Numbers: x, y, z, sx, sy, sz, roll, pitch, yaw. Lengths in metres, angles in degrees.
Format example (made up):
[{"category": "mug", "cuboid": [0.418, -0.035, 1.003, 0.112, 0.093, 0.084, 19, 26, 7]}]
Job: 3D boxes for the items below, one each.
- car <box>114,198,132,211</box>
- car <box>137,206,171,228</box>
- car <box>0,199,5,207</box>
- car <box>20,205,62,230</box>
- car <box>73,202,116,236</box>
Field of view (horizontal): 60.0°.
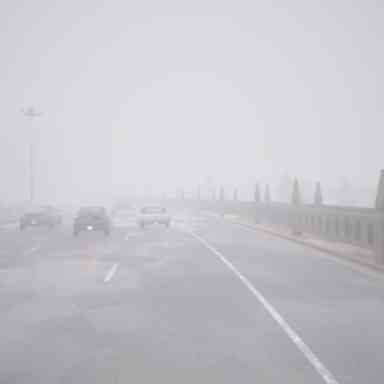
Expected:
[{"category": "car", "cuboid": [-8.687, 1.556, 40.930, 1.837, 1.490, 4.892, 0, 0, -23]}, {"category": "car", "cuboid": [-2.706, 1.623, 22.575, 1.895, 1.301, 4.718, 0, 0, -13]}, {"category": "car", "cuboid": [-29.605, 1.689, 50.381, 1.994, 1.385, 4.181, 0, 0, -32]}, {"category": "car", "cuboid": [-9.638, 1.570, 21.429, 1.812, 1.442, 4.674, 0, 0, -13]}, {"category": "car", "cuboid": [-5.514, 1.534, 18.886, 1.837, 1.490, 4.892, 0, 0, -11]}]
